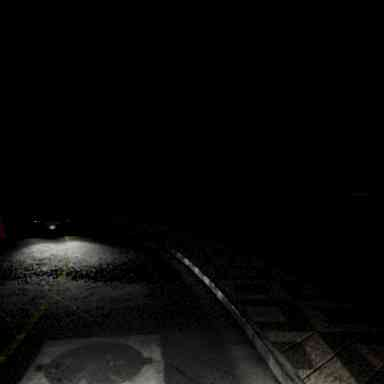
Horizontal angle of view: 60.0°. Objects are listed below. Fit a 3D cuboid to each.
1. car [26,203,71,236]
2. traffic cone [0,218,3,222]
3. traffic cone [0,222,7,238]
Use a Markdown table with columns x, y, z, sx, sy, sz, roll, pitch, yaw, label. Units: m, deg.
| x | y | z | sx | sy | sz | roll | pitch | yaw | label |
| --- | --- | --- | --- | --- | --- | --- | --- | --- | --- |
| -7.709 | 1.384 | 17.771 | 2.128 | 1.511 | 4.902 | 0 | 0 | -29 | car |
| -11.303 | 1.808 | 19.705 | 0.340 | 0.580 | 0.340 | 0 | 0 | -33 | traffic cone |
| -8.895 | 1.847 | 15.650 | 0.340 | 0.580 | 0.340 | 0 | 0 | -27 | traffic cone |
